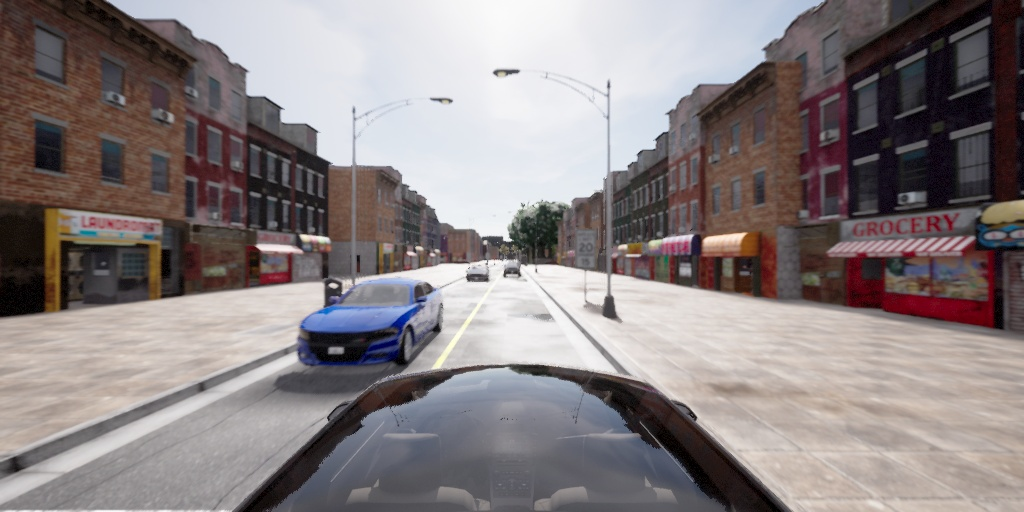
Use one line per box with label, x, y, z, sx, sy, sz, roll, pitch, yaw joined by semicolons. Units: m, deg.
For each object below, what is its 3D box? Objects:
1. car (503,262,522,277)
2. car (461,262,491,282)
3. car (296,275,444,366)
car;0.021;1.449;38.181;1.812;1.442;4.674;0;0;0
car;-2.820;1.434;31.069;2.033;1.411;5.357;0;0;0
car;-2.845;1.257;8.284;1.882;1.535;5.008;0;0;0
